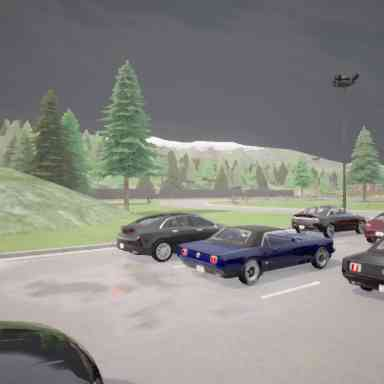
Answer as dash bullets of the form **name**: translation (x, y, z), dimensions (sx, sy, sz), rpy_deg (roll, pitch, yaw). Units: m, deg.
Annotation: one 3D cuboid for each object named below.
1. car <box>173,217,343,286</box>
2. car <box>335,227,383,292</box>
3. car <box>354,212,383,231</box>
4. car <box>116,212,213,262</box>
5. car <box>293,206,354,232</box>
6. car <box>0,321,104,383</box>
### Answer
- **car**: translation (2.022, 1.601, 9.478), dimensions (4.718, 1.301, 1.895), rpy_deg (0, 0, -35)
- **car**: translation (5.596, 1.601, 7.726), dimensions (4.718, 1.301, 1.895), rpy_deg (0, 0, -35)
- **car**: translation (9.442, 1.525, 14.759), dimensions (4.674, 1.442, 1.812), rpy_deg (0, 0, -35)
- **car**: translation (-0.289, 1.504, 12.130), dimensions (4.892, 1.490, 1.837), rpy_deg (0, 0, -35)
- **car**: translation (7.299, 1.491, 17.530), dimensions (4.902, 1.511, 2.128), rpy_deg (0, 0, -35)
- **car**: translation (-2.899, 1.491, 1.677), dimensions (4.902, 1.511, 2.128), rpy_deg (0, 0, -35)
